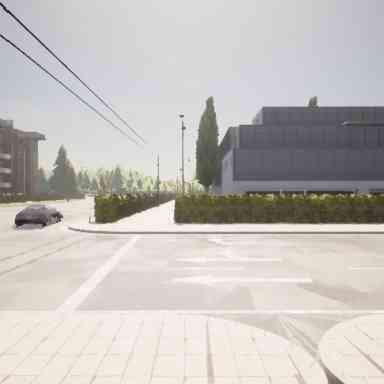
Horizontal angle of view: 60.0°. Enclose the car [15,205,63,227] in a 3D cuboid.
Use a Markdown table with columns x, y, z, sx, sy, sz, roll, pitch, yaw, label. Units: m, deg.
| x | y | z | sx | sy | sz | roll | pitch | yaw | label |
| --- | --- | --- | --- | --- | --- | --- | --- | --- | --- |
| -10.510 | 1.564 | 23.106 | 1.994 | 1.385 | 4.181 | 0 | 0 | -5 | car |
